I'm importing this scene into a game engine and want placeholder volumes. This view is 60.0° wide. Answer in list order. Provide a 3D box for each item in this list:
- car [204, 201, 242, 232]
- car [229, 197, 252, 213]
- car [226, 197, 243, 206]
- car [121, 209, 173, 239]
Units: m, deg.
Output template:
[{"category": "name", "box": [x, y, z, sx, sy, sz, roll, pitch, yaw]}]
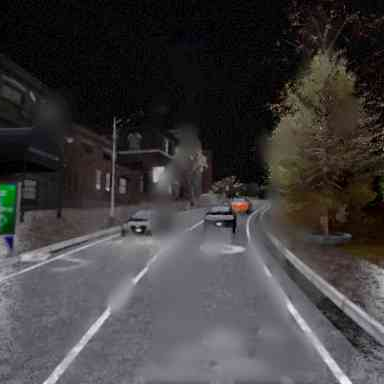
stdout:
[{"category": "car", "box": [1.837, 1.527, 20.476, 2.128, 1.511, 4.902, -1, 0, 9]}, {"category": "car", "box": [5.609, 1.388, 37.822, 2.097, 1.767, 4.553, -1, 0, 15]}, {"category": "car", "box": [7.498, 1.623, 57.769, 2.128, 1.511, 4.902, -1, 0, 17]}, {"category": "car", "box": [-2.280, 1.631, 17.751, 1.994, 1.385, 4.181, -1, 0, 8]}]
